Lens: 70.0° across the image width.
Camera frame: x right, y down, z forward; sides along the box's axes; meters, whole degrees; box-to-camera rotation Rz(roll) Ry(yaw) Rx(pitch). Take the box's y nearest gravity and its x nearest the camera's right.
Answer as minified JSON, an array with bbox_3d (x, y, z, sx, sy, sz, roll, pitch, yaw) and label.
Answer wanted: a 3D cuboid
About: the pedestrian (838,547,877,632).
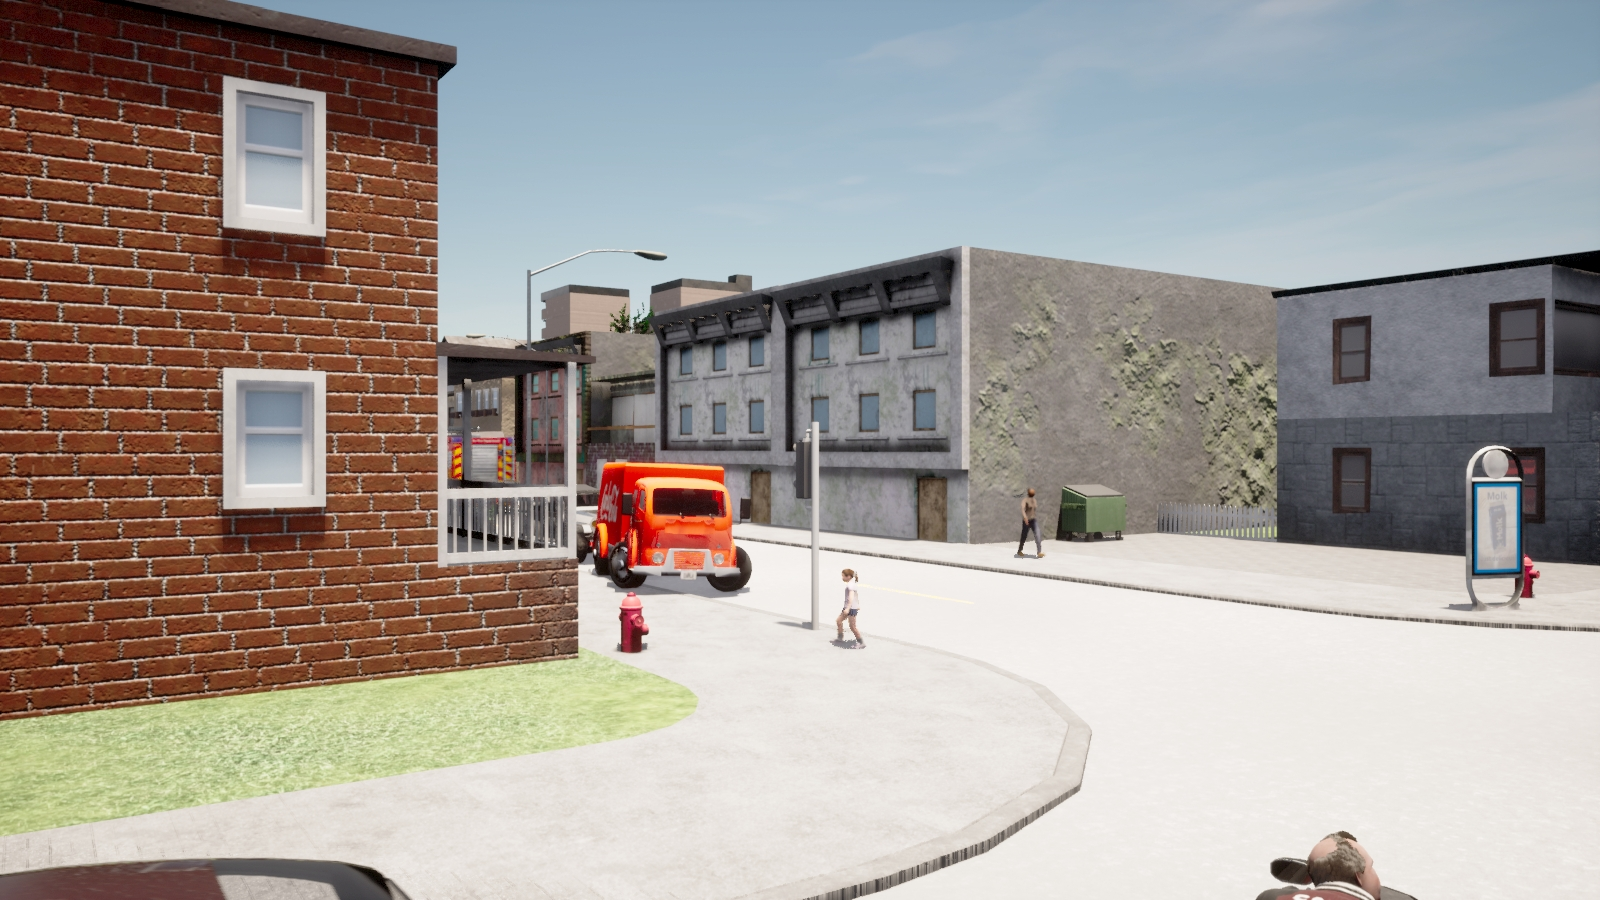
[{"bbox_3d":[0.781,1.897,15.573,0.500,1.100,0.500,0,0,0],"label":"pedestrian"}]

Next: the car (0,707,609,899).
[{"bbox_3d":[-2.539,1.802,2.742,3.705,1.549,1.789,0,0,-34],"label":"car"}]

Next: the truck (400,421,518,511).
[{"bbox_3d":[-15.878,0.670,52.708,2.891,3.827,8.468,0,0,-33],"label":"truck"}]

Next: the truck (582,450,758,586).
[{"bbox_3d":[-2.868,1.294,23.855,2.627,2.467,5.204,3,-1,-17],"label":"truck"}]

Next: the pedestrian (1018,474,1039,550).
[{"bbox_3d":[5.685,1.525,28.419,0.375,1.860,0.375,0,0,-26],"label":"pedestrian"}]
